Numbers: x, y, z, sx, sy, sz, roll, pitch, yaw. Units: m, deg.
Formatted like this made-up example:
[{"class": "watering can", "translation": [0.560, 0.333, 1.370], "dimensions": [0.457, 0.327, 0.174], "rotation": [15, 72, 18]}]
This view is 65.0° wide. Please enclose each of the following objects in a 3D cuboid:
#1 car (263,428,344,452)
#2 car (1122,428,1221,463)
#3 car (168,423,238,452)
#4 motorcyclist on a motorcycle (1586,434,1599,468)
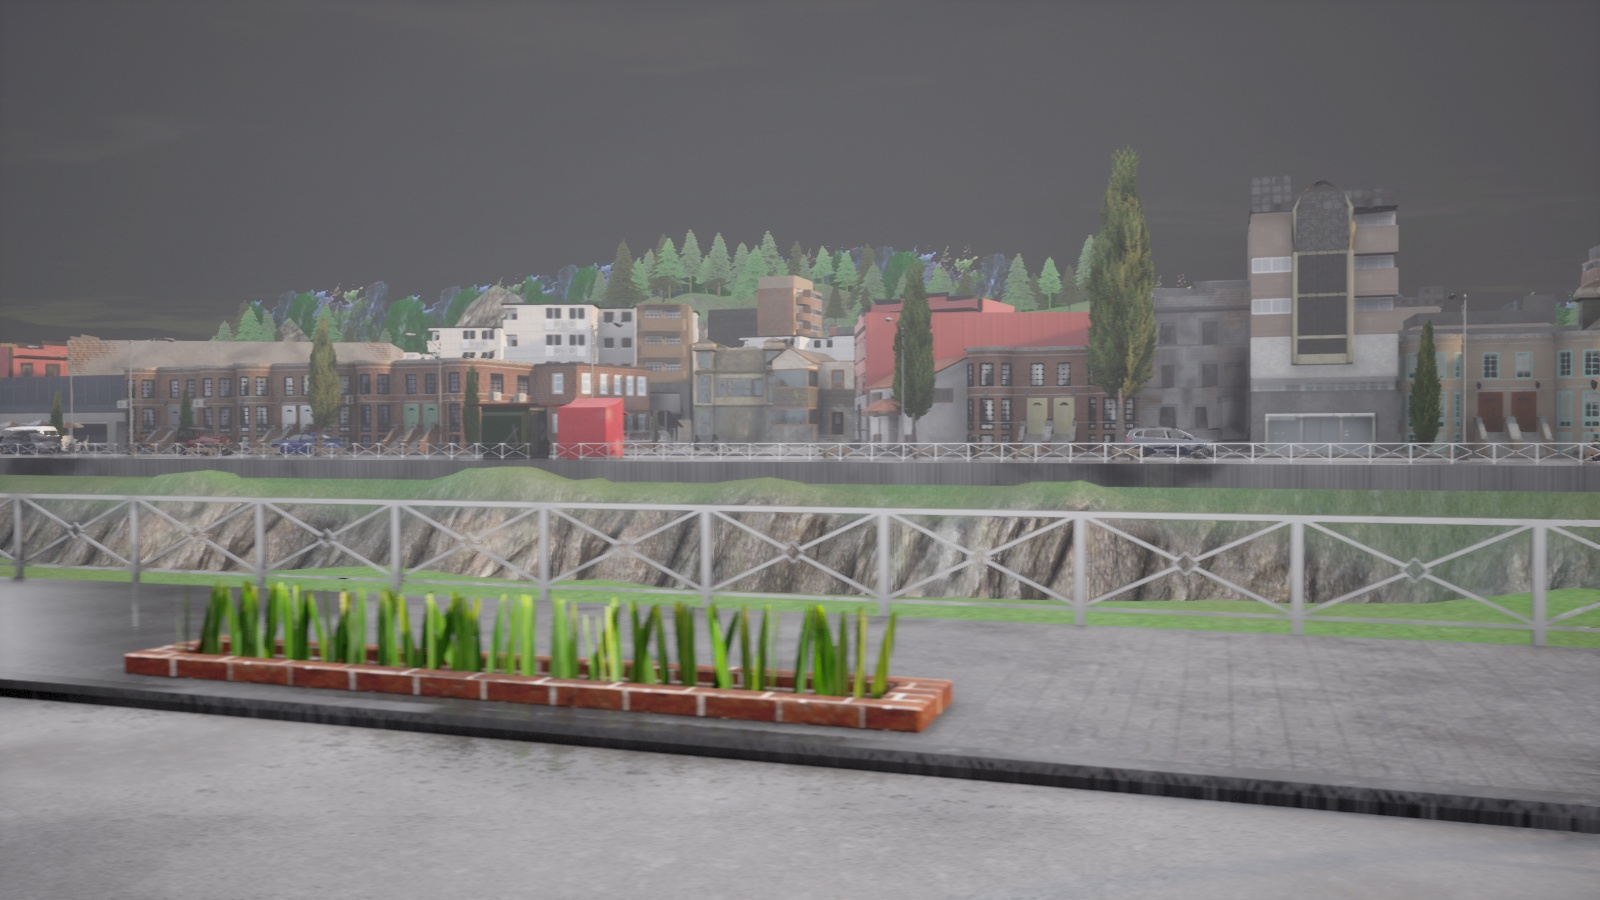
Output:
[{"class": "car", "translation": [-33.299, -0.670, 84.234], "dimensions": [5.008, 1.535, 1.882], "rotation": [1, 1, 19]}, {"class": "car", "translation": [18.525, -0.262, 62.595], "dimensions": [4.611, 1.667, 2.242], "rotation": [1, 1, 19]}, {"class": "car", "translation": [-38.903, -0.835, 81.896], "dimensions": [3.866, 1.878, 1.905], "rotation": [1, 1, 19]}, {"class": "motorcyclist on a motorcycle", "translation": [36.647, 0.044, 56.506], "dimensions": [2.044, 1.523, 0.797], "rotation": [-1, 0, 19]}]
